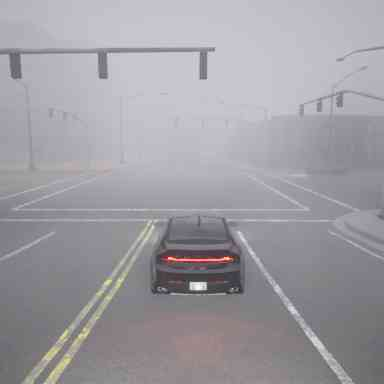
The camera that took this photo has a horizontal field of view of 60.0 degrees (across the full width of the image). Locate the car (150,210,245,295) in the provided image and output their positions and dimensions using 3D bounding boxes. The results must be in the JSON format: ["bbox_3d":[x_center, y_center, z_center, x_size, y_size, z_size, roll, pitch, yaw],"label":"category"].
[{"bbox_3d":[0.112,1.198,8.097,1.837,1.490,4.892,0,4,0],"label":"car"}]

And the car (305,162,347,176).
[{"bbox_3d":[14.353,-2.456,35.625,4.181,1.385,1.994,0,8,0],"label":"car"}]
